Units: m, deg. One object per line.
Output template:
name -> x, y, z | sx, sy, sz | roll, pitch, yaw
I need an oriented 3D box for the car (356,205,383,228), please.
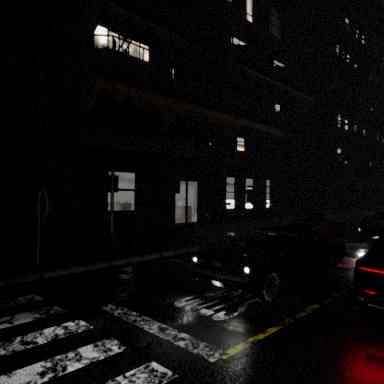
car -> 9.664, 1.562, 15.982 | 5.357, 1.411, 2.033 | 0, 0, -45

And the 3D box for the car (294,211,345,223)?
car -> 5.909, 1.599, 15.885 | 4.206, 1.307, 1.802 | 0, 1, -45

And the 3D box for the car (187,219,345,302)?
car -> 2.110, 1.610, 8.509 | 4.718, 1.301, 1.895 | 0, 0, -44

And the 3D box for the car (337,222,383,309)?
car -> 5.007, 1.509, 6.988 | 4.892, 1.490, 1.837 | 0, 0, -45
